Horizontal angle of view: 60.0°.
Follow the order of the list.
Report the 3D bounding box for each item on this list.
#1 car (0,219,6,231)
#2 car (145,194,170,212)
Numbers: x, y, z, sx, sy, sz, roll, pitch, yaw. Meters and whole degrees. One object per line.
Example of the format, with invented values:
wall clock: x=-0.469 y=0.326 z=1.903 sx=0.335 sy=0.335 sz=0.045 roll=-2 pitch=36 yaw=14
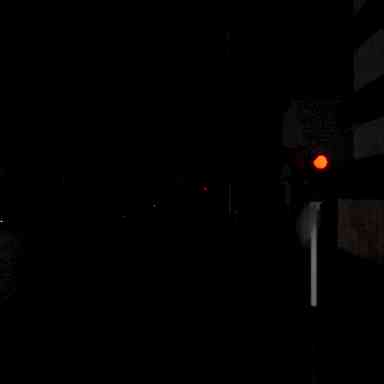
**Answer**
car: x=-11.843 y=1.600 z=16.222 sx=4.718 sy=1.301 sz=1.895 roll=0 pitch=0 yaw=-3
car: x=-4.154 y=1.220 z=39.647 sx=2.150 sy=2.045 sz=5.566 roll=0 pitch=0 yaw=0
